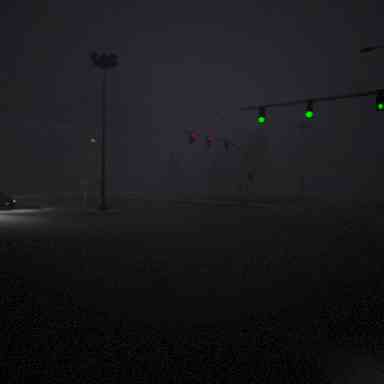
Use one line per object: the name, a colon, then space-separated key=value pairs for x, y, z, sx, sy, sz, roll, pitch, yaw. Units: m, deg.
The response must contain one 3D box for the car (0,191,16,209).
car: x=-16.691 y=0.633 z=28.060 sx=4.892 sy=1.490 sz=1.837 roll=2 pitch=2 yaw=37
